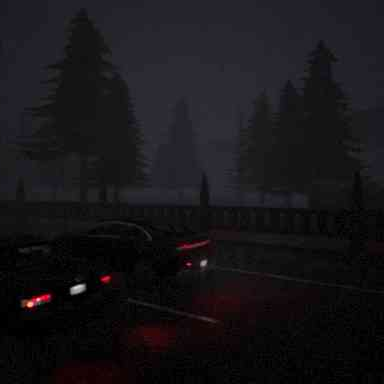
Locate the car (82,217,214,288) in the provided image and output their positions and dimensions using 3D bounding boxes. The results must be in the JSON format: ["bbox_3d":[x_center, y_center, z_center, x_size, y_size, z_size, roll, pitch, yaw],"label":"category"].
[{"bbox_3d":[-1.778,1.427,9.033,4.902,1.511,2.128,0,0,32],"label":"car"}]

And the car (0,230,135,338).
[{"bbox_3d":[-3.861,1.490,6.293,5.357,1.411,2.033,0,0,31],"label":"car"}]
